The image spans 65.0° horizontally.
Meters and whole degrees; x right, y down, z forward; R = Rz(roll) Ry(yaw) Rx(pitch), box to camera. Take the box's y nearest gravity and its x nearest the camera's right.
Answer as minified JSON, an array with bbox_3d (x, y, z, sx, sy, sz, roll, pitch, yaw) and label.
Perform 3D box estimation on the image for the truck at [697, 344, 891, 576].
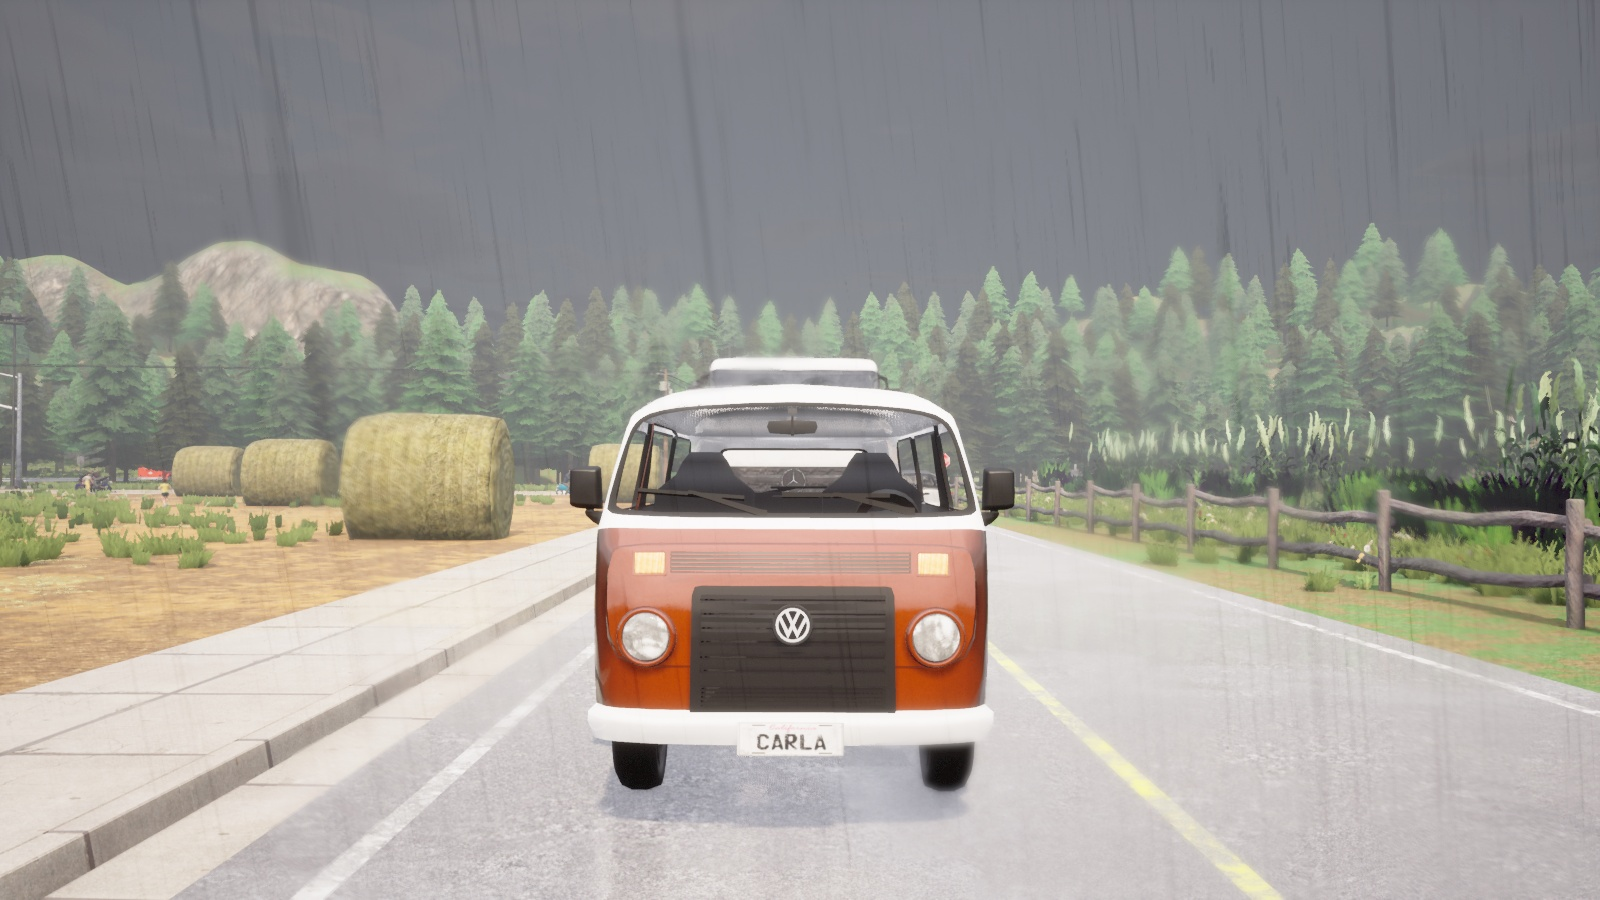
[{"bbox_3d":[-0.109,0.214,22.747,2.891,3.462,7.936,0,-1,0],"label":"truck"}]

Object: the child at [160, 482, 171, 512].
[{"bbox_3d":[-23.305,1.721,46.133,0.255,1.110,0.394,1,-1,-42],"label":"child"}]

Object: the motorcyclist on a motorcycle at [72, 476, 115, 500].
[{"bbox_3d":[-44.225,2.378,78.594,2.191,1.530,0.866,0,-1,-3],"label":"motorcyclist on a motorcycle"}]

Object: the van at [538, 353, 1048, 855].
[{"bbox_3d":[-0.037,0.662,7.364,2.069,2.038,4.480,0,-1,0],"label":"van"}]
